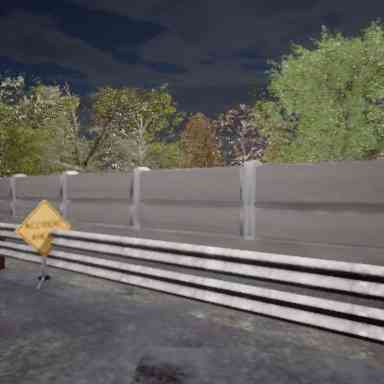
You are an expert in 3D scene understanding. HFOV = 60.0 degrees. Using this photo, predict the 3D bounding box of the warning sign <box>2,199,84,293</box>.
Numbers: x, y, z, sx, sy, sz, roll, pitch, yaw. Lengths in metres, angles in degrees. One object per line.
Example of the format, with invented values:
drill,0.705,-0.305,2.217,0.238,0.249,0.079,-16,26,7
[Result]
warning sign,-3.349,1.103,7.533,1.060,1.860,1.300,-1,0,35
